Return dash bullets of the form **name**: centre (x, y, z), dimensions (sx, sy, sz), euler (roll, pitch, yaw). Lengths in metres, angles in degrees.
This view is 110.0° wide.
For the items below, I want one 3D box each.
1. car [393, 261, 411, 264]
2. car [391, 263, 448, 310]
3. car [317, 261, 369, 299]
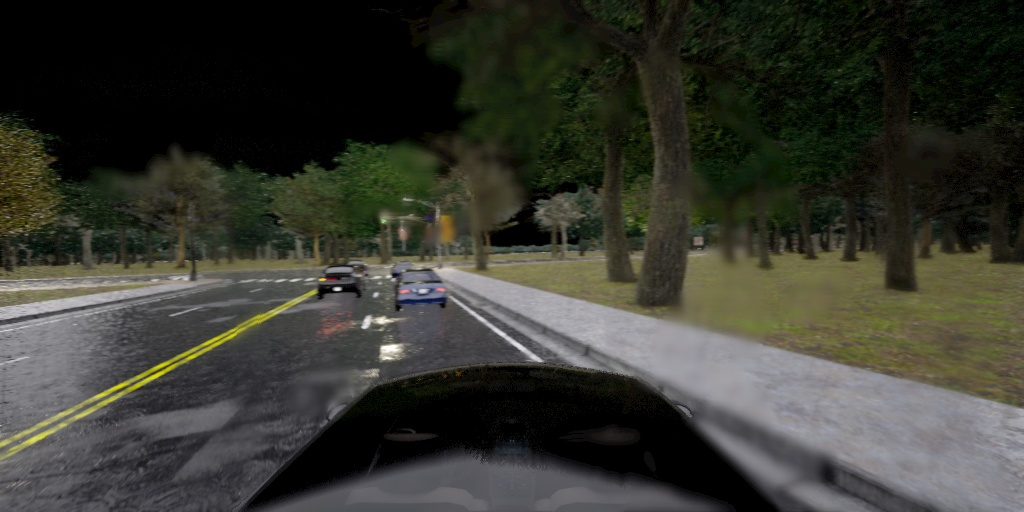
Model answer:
- **car**: centre (-9.188, 1.084, 30.464), dimensions (1.994, 1.385, 4.181), euler (-1, 1, -19)
- **car**: centre (-3.745, 1.198, 14.339), dimensions (2.033, 1.411, 5.357), euler (-1, 1, -18)
- **car**: centre (-8.387, 1.186, 17.926), dimensions (1.837, 1.490, 4.892), euler (-1, 1, -19)
